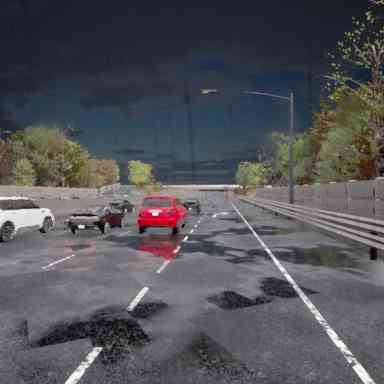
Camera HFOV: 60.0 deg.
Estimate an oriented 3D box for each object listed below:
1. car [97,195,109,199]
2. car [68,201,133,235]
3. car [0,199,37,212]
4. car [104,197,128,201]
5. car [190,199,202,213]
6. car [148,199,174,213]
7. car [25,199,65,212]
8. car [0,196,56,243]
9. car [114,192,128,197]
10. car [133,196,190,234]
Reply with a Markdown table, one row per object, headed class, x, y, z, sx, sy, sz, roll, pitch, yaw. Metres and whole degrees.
| class | x | y | z | sx | sy | sz | roll | pitch | yaw |
| --- | --- | --- | --- | --- | --- | --- | --- | --- | --- |
| car | -20.838 | 1.559 | 78.652 | 2.128 | 1.511 | 4.902 | 0 | 0 | 5 |
| car | -5.214 | 1.491 | 18.798 | 2.128 | 1.511 | 4.902 | 0 | 0 | 5 |
| car | -20.983 | 1.605 | 40.382 | 1.895 | 1.301 | 4.718 | 0 | 0 | 5 |
| car | -7.296 | 1.505 | 34.215 | 1.837 | 1.490 | 4.892 | 0 | -1 | 5 |
| car | 0.040 | 1.508 | 37.499 | 1.837 | 1.490 | 4.892 | 0 | 0 | 5 |
| car | -3.417 | 1.550 | 38.102 | 2.033 | 1.411 | 5.357 | 0 | 0 | 5 |
| car | -17.513 | 1.551 | 39.914 | 2.033 | 1.411 | 5.357 | 0 | 0 | 5 |
| car | -8.971 | 1.222 | 16.215 | 2.150 | 2.045 | 5.566 | 0 | 0 | 5 |
| car | -17.127 | 1.082 | 80.755 | 2.150 | 2.045 | 5.566 | 0 | 0 | 5 |
| car | -1.623 | 1.221 | 19.617 | 2.150 | 2.045 | 5.566 | 0 | 0 | 5 |
